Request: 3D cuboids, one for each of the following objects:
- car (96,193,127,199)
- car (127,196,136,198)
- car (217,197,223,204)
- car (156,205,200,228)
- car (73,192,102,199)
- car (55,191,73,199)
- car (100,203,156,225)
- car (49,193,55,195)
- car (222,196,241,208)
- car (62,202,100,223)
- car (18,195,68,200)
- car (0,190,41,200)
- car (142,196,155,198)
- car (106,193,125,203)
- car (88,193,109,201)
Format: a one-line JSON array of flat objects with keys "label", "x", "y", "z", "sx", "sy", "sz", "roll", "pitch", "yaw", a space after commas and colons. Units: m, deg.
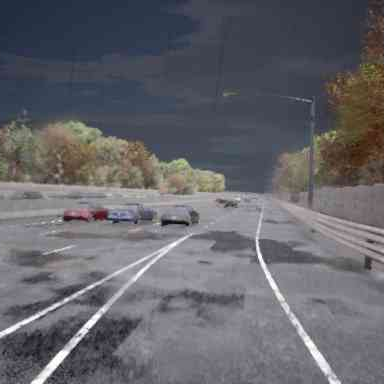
[{"label": "car", "x": -12.402, "y": 1.371, "z": 51.563, "sx": 1.882, "sy": 1.535, "sz": 5.008, "roll": 1, "pitch": 0, "yaw": 13}, {"label": "car", "x": -12.419, "y": 1.486, "z": 67.549, "sx": 1.812, "sy": 1.442, "sz": 4.674, "roll": 2, "pitch": 0, "yaw": 12}, {"label": "car", "x": 7.740, "y": 2.060, "z": 77.720, "sx": 1.882, "sy": 1.535, "sz": 5.008, "roll": 2, "pitch": 0, "yaw": 12}, {"label": "car", "x": -0.708, "y": 1.629, "z": 23.180, "sx": 1.994, "sy": 1.385, "sz": 4.181, "roll": 1, "pitch": 0, "yaw": 12}, {"label": "car", "x": -15.809, "y": 1.025, "z": 52.307, "sx": 2.150, "sy": 2.045, "sz": 5.566, "roll": 1, "pitch": 0, "yaw": 13}, {"label": "car", "x": -19.069, "y": 0.943, "z": 53.703, "sx": 2.150, "sy": 2.045, "sz": 5.566, "roll": 2, "pitch": 0, "yaw": 13}, {"label": "car", "x": -4.157, "y": 1.522, "z": 23.795, "sx": 2.033, "sy": 1.411, "sz": 5.357, "roll": 2, "pitch": 0, "yaw": 12}, {"label": "car", "x": -22.532, "y": 0.983, "z": 54.267, "sx": 2.097, "sy": 1.767, "sz": 4.553, "roll": 2, "pitch": 0, "yaw": 13}, {"label": "car", "x": 6.862, "y": 1.959, "z": 57.500, "sx": 1.837, "sy": 1.490, "sz": 4.892, "roll": 2, "pitch": 0, "yaw": 12}, {"label": "car", "x": -7.600, "y": 1.447, "z": 24.422, "sx": 1.994, "sy": 1.385, "sz": 4.181, "roll": 2, "pitch": 0, "yaw": 12}, {"label": "car", "x": -15.911, "y": 1.316, "z": 35.786, "sx": 1.895, "sy": 1.301, "sz": 4.718, "roll": 1, "pitch": 0, "yaw": 13}, {"label": "car", "x": -19.145, "y": 0.855, "z": 37.288, "sx": 2.150, "sy": 2.045, "sz": 5.566, "roll": 1, "pitch": 0, "yaw": 13}, {"label": "car", "x": -8.902, "y": 1.429, "z": 67.232, "sx": 2.097, "sy": 1.767, "sz": 4.553, "roll": 2, "pitch": 0, "yaw": 12}, {"label": "car", "x": -15.735, "y": 1.232, "z": 68.741, "sx": 2.097, "sy": 1.767, "sz": 4.553, "roll": 2, "pitch": 0, "yaw": 12}, {"label": "car", "x": -19.305, "y": 0.966, "z": 68.777, "sx": 2.128, "sy": 1.511, "sz": 4.902, "roll": 2, "pitch": 0, "yaw": 12}]
